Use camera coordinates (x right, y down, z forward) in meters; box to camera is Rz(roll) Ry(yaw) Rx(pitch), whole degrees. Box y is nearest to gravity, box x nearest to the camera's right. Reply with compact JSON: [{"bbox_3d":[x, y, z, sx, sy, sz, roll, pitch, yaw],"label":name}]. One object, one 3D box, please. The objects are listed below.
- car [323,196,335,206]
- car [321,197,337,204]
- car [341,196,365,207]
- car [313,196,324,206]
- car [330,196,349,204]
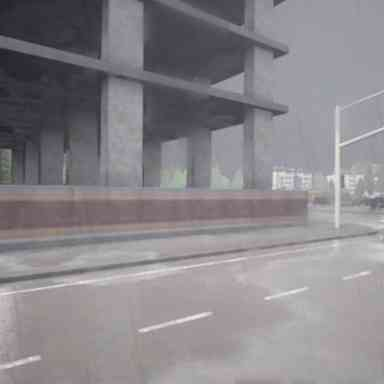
[{"bbox_3d":[27.068,1.906,62.374,3.905,1.438,1.784,1,0,-35],"label":"car"},{"bbox_3d":[32.944,2.047,80.168,3.905,1.438,1.784,1,0,-35],"label":"car"},{"bbox_3d":[28.739,1.937,60.010,3.806,1.475,1.970,1,0,-35],"label":"car"},{"bbox_3d":[25.478,1.695,64.537,4.605,1.855,1.932,1,0,-35],"label":"car"},{"bbox_3d":[34.567,1.836,77.767,4.605,1.855,1.932,1,0,-35],"label":"car"}]
